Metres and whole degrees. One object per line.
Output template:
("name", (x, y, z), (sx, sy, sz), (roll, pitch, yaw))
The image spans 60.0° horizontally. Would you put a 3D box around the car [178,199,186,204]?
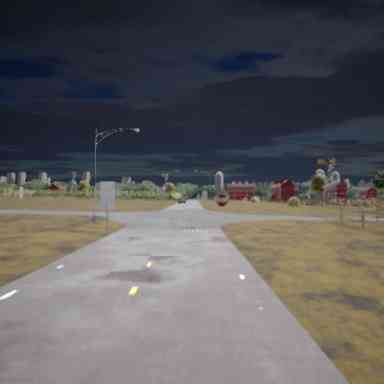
("car", (-2.457, 2.435, 83.190), (1.895, 1.301, 4.718), (0, -1, 0))
